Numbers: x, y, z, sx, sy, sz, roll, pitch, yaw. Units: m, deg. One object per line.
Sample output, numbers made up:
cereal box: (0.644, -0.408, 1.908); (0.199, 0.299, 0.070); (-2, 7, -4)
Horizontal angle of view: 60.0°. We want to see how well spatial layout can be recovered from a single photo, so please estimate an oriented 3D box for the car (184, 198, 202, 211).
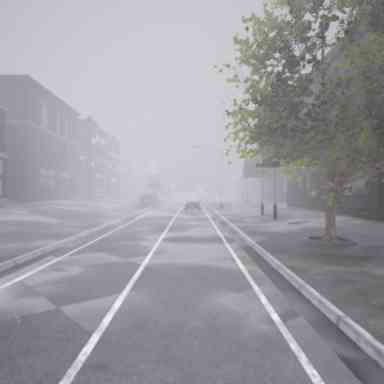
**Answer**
car: (0.094, 1.453, 40.165); (1.812, 1.442, 4.674); (0, 0, 0)
